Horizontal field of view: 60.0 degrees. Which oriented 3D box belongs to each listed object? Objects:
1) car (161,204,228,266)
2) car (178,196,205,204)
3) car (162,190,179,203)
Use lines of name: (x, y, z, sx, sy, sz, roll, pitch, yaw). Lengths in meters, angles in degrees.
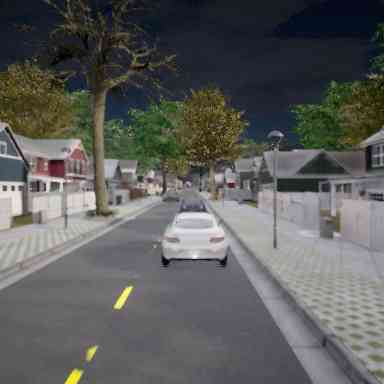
car: (0.077, 1.322, 10.649, 1.812, 1.442, 4.674, 0, 1, 0)
car: (0.078, 1.090, 27.040, 1.895, 1.301, 4.718, 0, 1, 0)
car: (-2.826, 0.504, 45.431, 2.097, 1.767, 4.553, 0, 1, 0)
